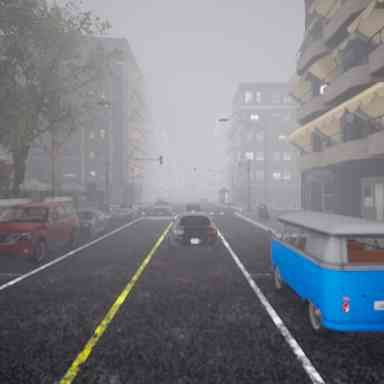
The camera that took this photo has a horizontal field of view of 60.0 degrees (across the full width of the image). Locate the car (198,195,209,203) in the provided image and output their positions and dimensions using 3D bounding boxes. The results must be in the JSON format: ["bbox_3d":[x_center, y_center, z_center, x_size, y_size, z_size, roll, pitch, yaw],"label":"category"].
[{"bbox_3d":[2.700,1.728,72.332,2.008,1.369,4.403,0,0,0],"label":"car"}]

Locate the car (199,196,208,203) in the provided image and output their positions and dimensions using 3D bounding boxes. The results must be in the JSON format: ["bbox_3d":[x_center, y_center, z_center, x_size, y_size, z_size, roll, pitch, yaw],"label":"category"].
[{"bbox_3d":[2.701,1.736,77.970,1.887,1.381,4.507,0,0,0],"label":"car"}]

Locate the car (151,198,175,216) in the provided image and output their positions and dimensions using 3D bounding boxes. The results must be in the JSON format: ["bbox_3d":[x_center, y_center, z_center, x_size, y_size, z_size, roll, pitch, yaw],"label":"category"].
[{"bbox_3d":[-2.996,1.629,34.189,2.033,1.411,5.357,0,0,0],"label":"car"}]

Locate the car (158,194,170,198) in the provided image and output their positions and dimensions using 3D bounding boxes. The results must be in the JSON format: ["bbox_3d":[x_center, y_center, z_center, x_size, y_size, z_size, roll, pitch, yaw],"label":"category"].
[{"bbox_3d":[-5.683,1.589,61.062,1.967,1.590,4.097,0,0,0],"label":"car"}]

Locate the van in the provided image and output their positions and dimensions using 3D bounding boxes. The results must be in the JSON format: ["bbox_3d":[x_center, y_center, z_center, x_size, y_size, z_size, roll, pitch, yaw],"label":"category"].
[{"bbox_3d":[2.687,1.356,6.510,1.690,1.788,3.998,0,0,0],"label":"van"}]

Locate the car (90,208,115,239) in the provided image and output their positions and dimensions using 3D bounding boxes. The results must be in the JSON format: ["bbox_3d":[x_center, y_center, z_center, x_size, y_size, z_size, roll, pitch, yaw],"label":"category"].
[{"bbox_3d":[-5.689,1.607,17.581,1.947,1.339,4.313,0,0,0],"label":"car"}]

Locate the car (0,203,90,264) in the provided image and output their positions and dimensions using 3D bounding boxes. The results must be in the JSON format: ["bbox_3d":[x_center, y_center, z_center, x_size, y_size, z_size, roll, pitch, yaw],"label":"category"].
[{"bbox_3d":[-5.692,1.343,12.046,2.192,1.841,5.009,0,0,0],"label":"car"}]

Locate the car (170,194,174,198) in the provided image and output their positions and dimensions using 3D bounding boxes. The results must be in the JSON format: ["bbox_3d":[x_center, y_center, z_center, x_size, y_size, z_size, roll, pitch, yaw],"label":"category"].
[{"bbox_3d":[-5.679,1.536,89.255,2.192,1.841,5.009,0,0,0],"label":"car"}]

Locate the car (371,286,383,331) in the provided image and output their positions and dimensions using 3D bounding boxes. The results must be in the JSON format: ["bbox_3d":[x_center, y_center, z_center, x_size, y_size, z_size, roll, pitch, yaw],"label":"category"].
[{"bbox_3d":[2.688,1.569,0.974,1.947,1.339,4.313,0,0,0],"label":"car"}]

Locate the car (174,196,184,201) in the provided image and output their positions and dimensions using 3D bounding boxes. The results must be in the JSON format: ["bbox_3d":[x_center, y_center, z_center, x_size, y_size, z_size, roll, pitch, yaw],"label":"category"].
[{"bbox_3d":[-2.984,1.689,88.844,1.882,1.535,5.008,0,0,0],"label":"car"}]

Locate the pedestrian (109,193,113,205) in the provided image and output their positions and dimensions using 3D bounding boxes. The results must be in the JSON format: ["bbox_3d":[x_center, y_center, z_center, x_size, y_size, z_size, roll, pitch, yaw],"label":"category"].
[{"bbox_3d":[-12.703,1.030,52.057,0.375,1.860,0.375,0,-1,-1],"label":"pedestrian"}]

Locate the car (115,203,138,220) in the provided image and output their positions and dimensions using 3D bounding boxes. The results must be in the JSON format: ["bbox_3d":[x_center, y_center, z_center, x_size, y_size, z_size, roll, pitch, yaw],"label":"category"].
[{"bbox_3d":[-5.687,1.650,28.651,1.802,1.307,4.206,0,0,0],"label":"car"}]

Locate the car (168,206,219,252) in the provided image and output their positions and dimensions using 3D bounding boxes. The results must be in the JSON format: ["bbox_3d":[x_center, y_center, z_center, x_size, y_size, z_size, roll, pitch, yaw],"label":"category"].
[{"bbox_3d":[0.103,1.558,14.021,1.812,1.442,4.674,0,0,0],"label":"car"}]

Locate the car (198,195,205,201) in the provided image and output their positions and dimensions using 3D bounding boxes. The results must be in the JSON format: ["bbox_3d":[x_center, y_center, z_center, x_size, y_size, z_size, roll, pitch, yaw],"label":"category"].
[{"bbox_3d":[2.704,1.675,94.887,1.967,1.590,4.097,0,0,0],"label":"car"}]

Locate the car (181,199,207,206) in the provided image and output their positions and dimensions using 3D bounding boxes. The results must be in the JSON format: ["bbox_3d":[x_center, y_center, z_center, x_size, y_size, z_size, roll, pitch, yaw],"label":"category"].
[{"bbox_3d":[0.106,1.637,30.944,1.994,1.385,4.181,0,0,0],"label":"car"}]
